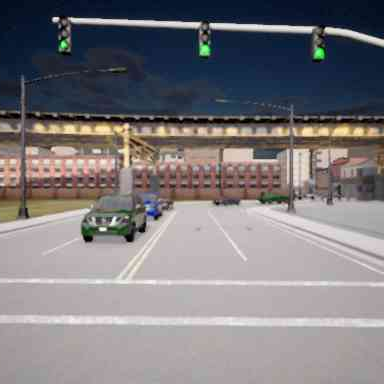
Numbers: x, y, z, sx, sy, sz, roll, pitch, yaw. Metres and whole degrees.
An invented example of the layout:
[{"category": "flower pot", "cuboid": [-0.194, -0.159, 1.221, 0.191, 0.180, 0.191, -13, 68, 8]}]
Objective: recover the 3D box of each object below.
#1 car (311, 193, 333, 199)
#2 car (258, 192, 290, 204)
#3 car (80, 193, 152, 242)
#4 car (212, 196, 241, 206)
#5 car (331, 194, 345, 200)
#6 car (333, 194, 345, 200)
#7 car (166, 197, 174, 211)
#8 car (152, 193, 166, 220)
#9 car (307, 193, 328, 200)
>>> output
[{"category": "car", "cuboid": [29.323, 0.960, 75.342, 1.853, 1.218, 4.536, 0, 0, -29]}, {"category": "car", "cuboid": [13.517, 0.967, 54.779, 5.566, 2.045, 2.150, 0, 0, -24]}, {"category": "car", "cuboid": [-3.580, 1.151, 16.315, 2.150, 2.045, 5.566, 0, 0, 1]}, {"category": "car", "cuboid": [5.097, 1.309, 48.505, 2.033, 1.411, 5.357, 0, 0, 39]}, {"category": "car", "cuboid": [32.386, 1.139, 73.131, 2.038, 1.542, 4.974, 0, 0, 31]}, {"category": "car", "cuboid": [32.413, 0.981, 73.174, 1.853, 1.218, 4.536, 0, 0, 31]}, {"category": "car", "cuboid": [-3.230, 1.298, 37.174, 2.128, 1.511, 4.902, 0, 0, 6]}, {"category": "car", "cuboid": [-3.583, 1.089, 26.718, 2.150, 2.045, 5.566, 0, 0, 0]}, {"category": "car", "cuboid": [29.348, 1.118, 75.298, 2.038, 1.542, 4.974, 0, 0, -29]}]
